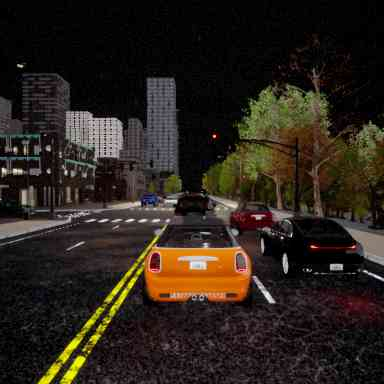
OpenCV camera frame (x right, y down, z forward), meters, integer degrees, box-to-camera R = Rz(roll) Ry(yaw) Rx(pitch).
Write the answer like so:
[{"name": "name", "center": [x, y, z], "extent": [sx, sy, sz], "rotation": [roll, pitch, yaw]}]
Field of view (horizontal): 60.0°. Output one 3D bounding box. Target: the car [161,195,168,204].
[{"name": "car", "center": [-3.251, 1.512, 50.966], "extent": [1.812, 1.442, 4.674], "rotation": [0, 0, 0]}]

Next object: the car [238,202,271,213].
[{"name": "car", "center": [3.385, 1.348, 19.032], "extent": [2.097, 1.767, 4.553], "rotation": [0, 0, 0]}]

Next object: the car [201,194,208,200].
[{"name": "car", "center": [3.415, 1.324, 91.125], "extent": [1.812, 1.442, 4.674], "rotation": [0, 0, 0]}]

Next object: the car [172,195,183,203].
[{"name": "car", "center": [-3.118, 1.502, 72.661], "extent": [2.128, 1.511, 4.902], "rotation": [0, 0, 0]}]

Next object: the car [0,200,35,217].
[{"name": "car", "center": [-18.056, 1.549, 32.986], "extent": [4.553, 1.767, 2.097], "rotation": [-1, 1, 1]}]

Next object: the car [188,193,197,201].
[{"name": "car", "center": [0.146, 1.190, 80.742], "extent": [2.150, 2.045, 5.566], "rotation": [0, 0, 0]}]

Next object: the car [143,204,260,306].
[{"name": "car", "center": [0.115, 1.350, 8.164], "extent": [2.097, 1.767, 4.553], "rotation": [0, 0, 0]}]

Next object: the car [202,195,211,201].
[{"name": "car", "center": [3.396, 1.504, 80.707], "extent": [2.033, 1.411, 5.357], "rotation": [0, 0, 0]}]

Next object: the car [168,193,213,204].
[{"name": "car", "center": [0.134, 1.219, 17.705], "extent": [2.150, 2.045, 5.566], "rotation": [0, 0, 0]}]

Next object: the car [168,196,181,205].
[{"name": "car", "center": [-3.204, 1.472, 61.589], "extent": [2.128, 1.511, 4.902], "rotation": [0, 0, 0]}]

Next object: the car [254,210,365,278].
[{"name": "car", "center": [3.369, 1.503, 10.162], "extent": [1.837, 1.490, 4.892], "rotation": [0, 0, 0]}]

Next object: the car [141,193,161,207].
[{"name": "car", "center": [-6.497, 1.208, 51.317], "extent": [2.150, 2.045, 5.566], "rotation": [0, 0, 0]}]

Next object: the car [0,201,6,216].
[{"name": "car", "center": [-19.899, 1.812, 30.314], "extent": [4.313, 1.339, 1.947], "rotation": [-1, 1, 0]}]

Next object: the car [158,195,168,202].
[{"name": "car", "center": [-6.367, 1.476, 73.522], "extent": [1.837, 1.490, 4.892], "rotation": [0, 0, 0]}]
